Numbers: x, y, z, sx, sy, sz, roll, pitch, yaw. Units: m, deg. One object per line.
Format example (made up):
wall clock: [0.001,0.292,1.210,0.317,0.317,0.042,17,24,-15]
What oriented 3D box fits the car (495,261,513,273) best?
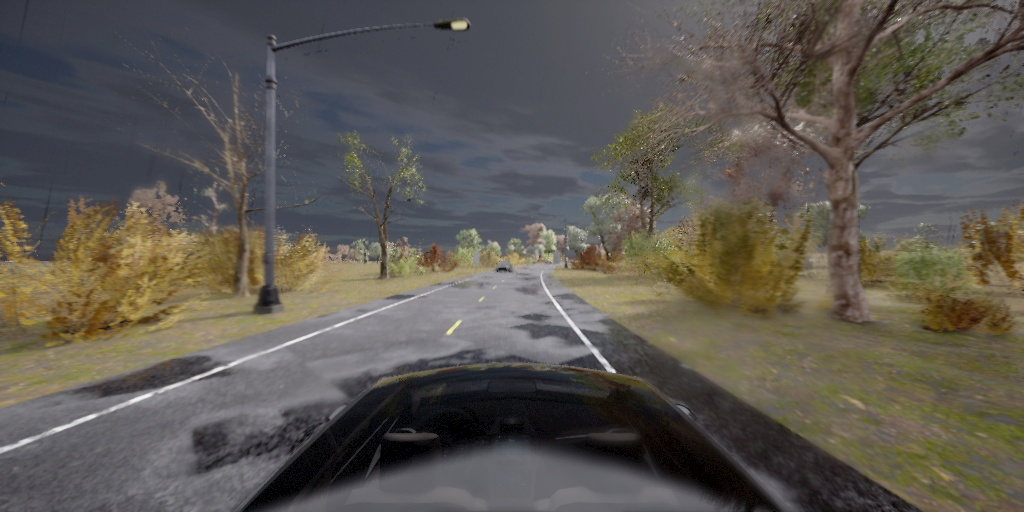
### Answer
car: [-1.073,1.494,51.319,2.097,1.767,4.553,0,0,6]
